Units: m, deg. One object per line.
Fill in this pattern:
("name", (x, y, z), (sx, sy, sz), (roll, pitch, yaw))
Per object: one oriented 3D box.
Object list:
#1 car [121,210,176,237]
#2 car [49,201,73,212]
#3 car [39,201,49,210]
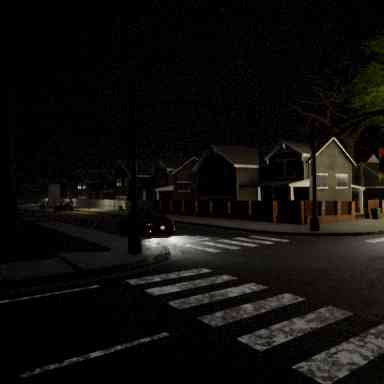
("car", (-2.630, 1.754, 19.427), (1.994, 1.385, 4.181), (-1, 0, -32))
("car", (-18.235, 1.985, 47.025), (2.128, 1.511, 4.902), (-1, 0, -34))
("car", (-24.210, 2.187, 55.555), (1.994, 1.385, 4.181), (-1, 0, -35))
